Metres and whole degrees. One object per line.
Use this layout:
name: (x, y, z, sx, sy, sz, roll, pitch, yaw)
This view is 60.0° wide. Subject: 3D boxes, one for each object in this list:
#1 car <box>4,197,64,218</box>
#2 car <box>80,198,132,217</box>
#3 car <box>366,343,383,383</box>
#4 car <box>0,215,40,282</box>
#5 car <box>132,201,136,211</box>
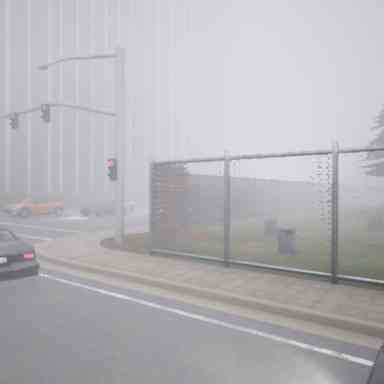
car: (-13.233, 1.203, 28.050, 2.097, 1.767, 4.553, 0, 0, 36)
car: (-7.821, 1.427, 29.594, 1.994, 1.385, 4.181, 0, 0, 36)
car: (3.661, 1.556, 1.380, 5.357, 1.411, 2.033, 0, 0, 35)
car: (-5.938, 1.507, 8.920, 5.357, 1.411, 2.033, 1, 0, 44)
car: (-7.985, 1.378, 35.346, 1.812, 1.442, 4.674, 0, 0, 36)
